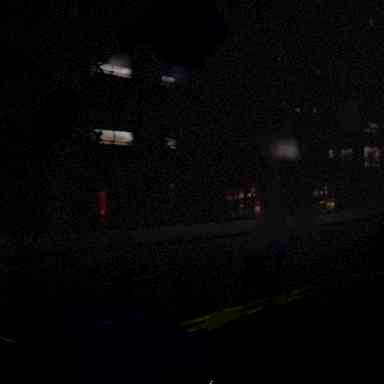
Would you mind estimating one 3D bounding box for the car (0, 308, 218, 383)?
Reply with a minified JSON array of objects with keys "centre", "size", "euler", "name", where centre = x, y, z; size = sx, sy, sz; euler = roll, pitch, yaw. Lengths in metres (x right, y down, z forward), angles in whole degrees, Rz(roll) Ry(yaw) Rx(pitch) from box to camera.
[{"centre":[-2.046,1.482,1.981],"size":[5.008,1.535,1.882],"euler":[0,0,-35],"name":"car"}]
